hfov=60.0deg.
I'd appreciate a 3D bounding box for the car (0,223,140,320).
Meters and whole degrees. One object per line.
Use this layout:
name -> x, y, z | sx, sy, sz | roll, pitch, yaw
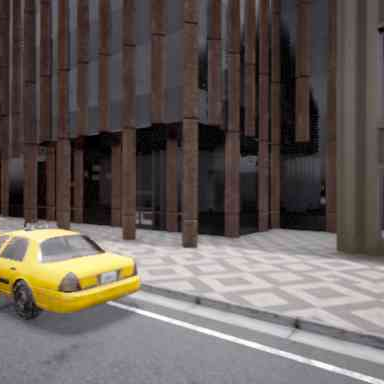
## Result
car -> -3.527, 1.459, 7.325 | 5.366, 1.575, 1.801 | 0, 0, 36
